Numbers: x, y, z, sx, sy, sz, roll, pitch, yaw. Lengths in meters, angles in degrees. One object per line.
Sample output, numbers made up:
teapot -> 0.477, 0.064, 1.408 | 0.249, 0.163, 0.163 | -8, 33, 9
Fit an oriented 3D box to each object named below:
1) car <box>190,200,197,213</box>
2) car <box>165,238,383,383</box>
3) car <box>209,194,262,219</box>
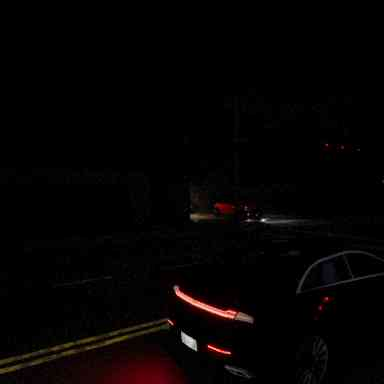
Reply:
car -> -1.722, 1.221, 36.977 | 2.150, 2.045, 5.566 | 0, 0, -37
car -> 1.942, 1.492, 5.209 | 4.902, 1.511, 2.128 | 0, 0, -35
car -> 4.011, 1.352, 29.287 | 2.097, 1.767, 4.553 | 0, 0, -37
